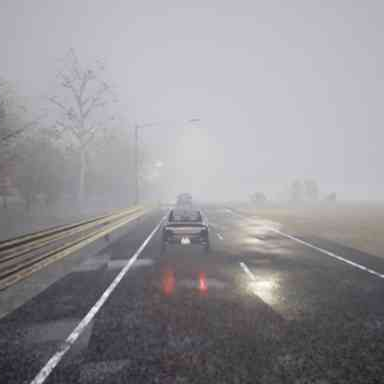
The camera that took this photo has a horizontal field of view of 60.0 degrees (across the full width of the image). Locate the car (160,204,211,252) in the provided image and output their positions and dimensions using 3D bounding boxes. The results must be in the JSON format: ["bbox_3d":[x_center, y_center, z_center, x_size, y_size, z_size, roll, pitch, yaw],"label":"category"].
[{"bbox_3d":[-0.279,1.490,13.924,2.128,1.511,4.902,0,0,-1],"label":"car"}]

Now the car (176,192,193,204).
[{"bbox_3d":[-1.077,1.217,47.951,2.150,2.045,5.566,0,0,-1],"label":"car"}]
